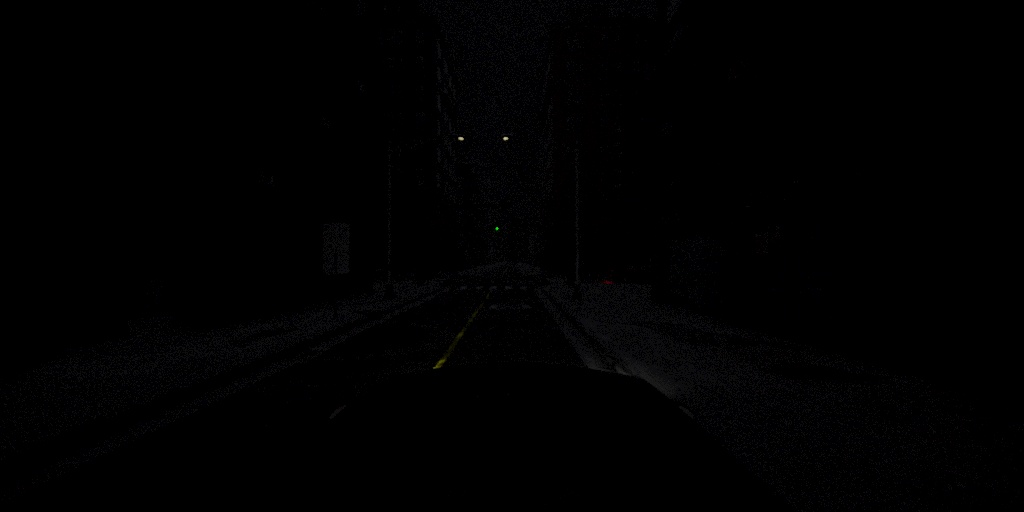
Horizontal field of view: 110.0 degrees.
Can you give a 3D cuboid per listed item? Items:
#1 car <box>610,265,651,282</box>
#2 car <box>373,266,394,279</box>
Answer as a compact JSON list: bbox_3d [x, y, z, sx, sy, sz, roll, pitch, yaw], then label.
[{"bbox_3d":[11.459,1.567,32.380,5.008,1.535,1.882,0,0,0],"label":"car"},{"bbox_3d":[-14.662,1.670,37.863,4.313,1.339,1.948,0,0,0],"label":"car"}]
